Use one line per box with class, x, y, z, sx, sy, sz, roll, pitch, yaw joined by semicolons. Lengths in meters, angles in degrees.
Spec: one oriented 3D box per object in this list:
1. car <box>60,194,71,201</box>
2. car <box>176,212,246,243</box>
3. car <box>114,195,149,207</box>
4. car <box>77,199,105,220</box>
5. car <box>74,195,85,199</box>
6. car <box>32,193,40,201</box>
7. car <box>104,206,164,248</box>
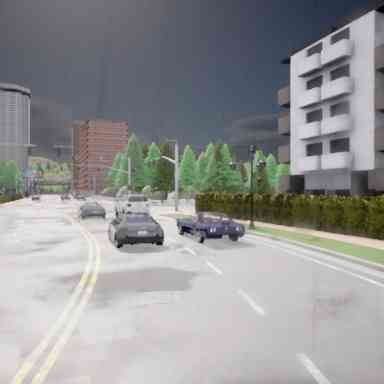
car;-31.336;1.472;82.829;1.895;1.301;4.718;0;0;-23
car;0.685;1.614;16.134;1.895;1.301;4.718;0;0;-19
car;-5.536;1.256;30.290;2.150;2.045;5.566;0;0;-24
car;-8.710;1.570;28.814;1.994;1.385;4.181;0;0;-24
car;-28.100;1.402;84.163;1.812;1.442;4.674;0;0;-23
car;-39.533;1.531;84.243;2.033;1.411;5.357;0;0;-23
car;-2.607;1.570;14.946;1.994;1.385;4.181;0;0;-19
